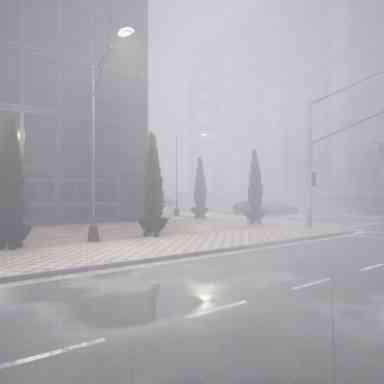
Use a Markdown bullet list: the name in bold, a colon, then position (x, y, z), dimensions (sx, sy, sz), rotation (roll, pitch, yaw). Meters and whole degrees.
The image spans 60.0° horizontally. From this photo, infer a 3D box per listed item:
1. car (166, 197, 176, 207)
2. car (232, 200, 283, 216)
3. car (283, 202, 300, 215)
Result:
- **car**: position (-4.266, 1.406, 52.391), dimensions (2.097, 1.767, 4.553), rotation (0, 0, -36)
- **car**: position (6.019, 1.559, 32.309), dimensions (1.837, 1.490, 4.892), rotation (0, 0, -36)
- **car**: position (8.954, 1.619, 34.223), dimensions (1.994, 1.385, 4.181), rotation (0, 0, -36)
